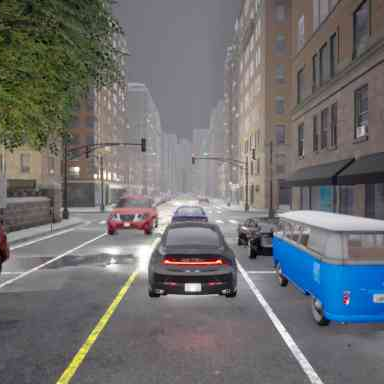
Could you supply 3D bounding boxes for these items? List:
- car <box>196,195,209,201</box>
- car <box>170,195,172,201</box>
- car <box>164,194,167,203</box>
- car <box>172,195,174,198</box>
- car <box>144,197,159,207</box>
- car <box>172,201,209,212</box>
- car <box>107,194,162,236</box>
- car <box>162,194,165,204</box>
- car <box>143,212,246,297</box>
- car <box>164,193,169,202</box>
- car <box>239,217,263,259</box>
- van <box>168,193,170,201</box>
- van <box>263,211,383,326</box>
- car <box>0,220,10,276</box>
[{"bbox_3d":[2.339,1.408,66.818,1.967,1.590,4.097,0,0,0],"label":"car"},{"bbox_3d":[-6.270,1.521,77.617,2.008,1.369,4.403,0,0,0],"label":"car"},{"bbox_3d":[-6.142,1.513,61.265,1.887,1.381,4.507,0,0,0],"label":"car"},{"bbox_3d":[-6.313,1.287,83.068,2.192,1.841,5.009,0,0,0],"label":"car"},{"bbox_3d":[-6.056,1.497,50.194,1.752,1.417,4.829,0,0,0],"label":"car"},{"bbox_3d":[-0.103,1.472,18.020,1.882,1.535,5.008,0,0,0],"label":"car"},{"bbox_3d":[-3.139,1.216,18.682,2.150,2.045,5.566,0,0,0],"label":"car"},{"bbox_3d":[-6.099,1.520,55.814,2.008,1.369,4.403,0,0,0],"label":"car"},{"bbox_3d":[0.009,1.503,8.525,1.837,1.490,4.892,0,0,0],"label":"car"},{"bbox_3d":[-6.185,1.513,66.716,1.887,1.381,4.507,0,0,0],"label":"car"},{"bbox_3d":[2.765,1.563,12.443,1.947,1.339,4.313,0,0,0],"label":"car"},{"bbox_3d":[-6.228,1.310,72.166,1.690,1.788,3.998,0,0,0],"label":"van"},{"bbox_3d":[2.808,1.340,6.783,1.690,1.788,3.998,0,0,0],"label":"van"},{"bbox_3d":[-5.716,1.314,6.676,2.192,1.841,5.009,0,0,0],"label":"car"}]
